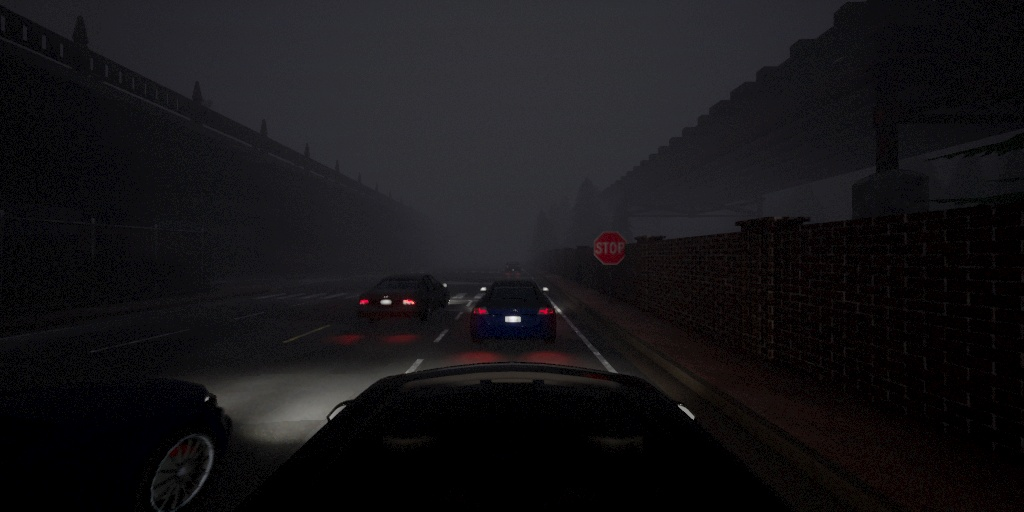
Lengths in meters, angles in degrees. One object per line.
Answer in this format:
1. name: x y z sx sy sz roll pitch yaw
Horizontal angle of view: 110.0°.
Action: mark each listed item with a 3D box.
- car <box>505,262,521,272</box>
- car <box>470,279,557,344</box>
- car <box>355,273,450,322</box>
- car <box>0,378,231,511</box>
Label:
1. car: 0.098 1.351 44.785 1.895 1.301 4.718 0 0 -1
2. car: 0.063 1.314 9.634 1.994 1.385 4.181 0 0 1
3. car: -3.424 1.298 12.228 2.033 1.411 5.357 0 0 0
4. car: -3.398 1.276 1.197 1.812 1.442 4.674 0 0 0
